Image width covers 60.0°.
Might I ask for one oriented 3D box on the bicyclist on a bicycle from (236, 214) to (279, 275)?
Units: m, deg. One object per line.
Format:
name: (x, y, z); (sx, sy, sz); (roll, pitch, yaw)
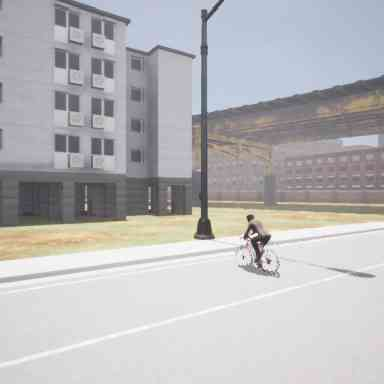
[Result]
bicyclist on a bicycle: (1.788, 1.455, 9.393); (0.582, 1.620, 1.656); (0, -2, -36)
